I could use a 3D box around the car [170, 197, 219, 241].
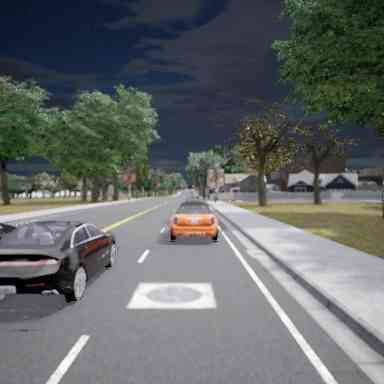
[{"bbox_3d":[0.092,1.251,16.070,2.097,1.767,4.553,0,0,0],"label":"car"}]

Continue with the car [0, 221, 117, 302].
[{"bbox_3d":[-3.153,1.439,8.092,2.128,1.511,4.902,0,0,0],"label":"car"}]

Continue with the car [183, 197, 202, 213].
[{"bbox_3d":[0.081,1.309,34.458,1.837,1.490,4.892,0,0,0],"label":"car"}]
